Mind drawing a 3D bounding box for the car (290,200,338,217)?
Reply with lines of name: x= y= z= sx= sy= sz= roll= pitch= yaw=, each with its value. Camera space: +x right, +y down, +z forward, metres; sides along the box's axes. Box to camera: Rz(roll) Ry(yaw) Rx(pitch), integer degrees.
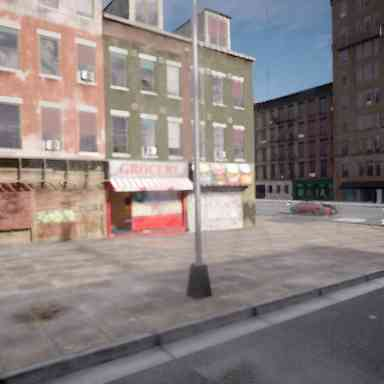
car: x=11.117 y=1.447 z=30.442 sx=1.994 sy=1.385 sz=4.181 roll=-2 pitch=2 yaw=-36
